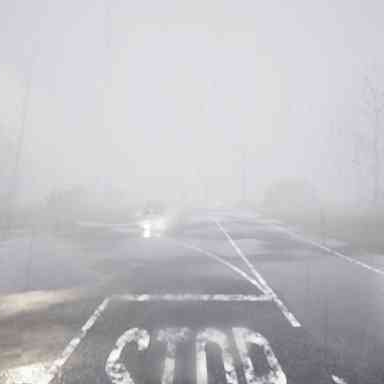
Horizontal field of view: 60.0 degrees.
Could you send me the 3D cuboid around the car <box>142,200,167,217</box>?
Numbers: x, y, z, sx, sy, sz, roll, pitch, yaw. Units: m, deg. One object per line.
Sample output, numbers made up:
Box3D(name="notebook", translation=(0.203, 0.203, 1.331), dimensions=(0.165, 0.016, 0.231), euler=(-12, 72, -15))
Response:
Box3D(name="car", translation=(-3.383, 1.459, 30.729), dimensions=(2.128, 1.511, 4.902), euler=(0, 0, 0))
